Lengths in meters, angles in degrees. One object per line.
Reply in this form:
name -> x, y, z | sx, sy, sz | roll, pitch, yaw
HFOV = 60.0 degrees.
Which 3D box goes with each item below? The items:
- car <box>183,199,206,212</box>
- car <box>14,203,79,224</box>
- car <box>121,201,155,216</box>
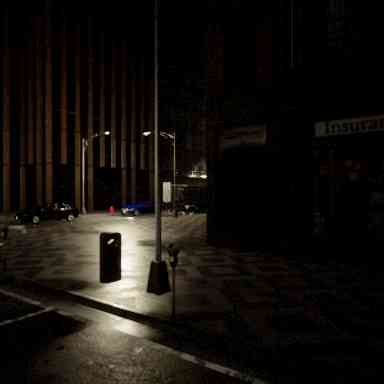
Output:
car -> 0.821, 1.673, 42.622 | 2.128, 1.511, 4.902 | 0, 0, 35
car -> -11.127, 1.611, 25.751 | 1.837, 1.490, 4.892 | 0, 0, 35
car -> -5.194, 1.670, 34.144 | 1.812, 1.442, 4.674 | 0, 0, 36
